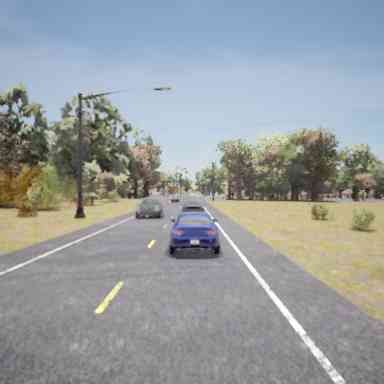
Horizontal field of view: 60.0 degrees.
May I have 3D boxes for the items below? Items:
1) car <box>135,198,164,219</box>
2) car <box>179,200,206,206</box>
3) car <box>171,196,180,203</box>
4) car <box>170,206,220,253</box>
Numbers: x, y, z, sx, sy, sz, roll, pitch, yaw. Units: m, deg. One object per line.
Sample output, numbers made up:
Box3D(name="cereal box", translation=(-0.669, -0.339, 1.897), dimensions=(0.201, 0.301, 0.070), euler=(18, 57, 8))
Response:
Box3D(name="car", translation=(-3.596, 1.352, 28.786), dimensions=(2.097, 1.767, 4.553), euler=(0, 0, 0))
Box3D(name="car", translation=(0.097, 1.505, 29.107), dimensions=(1.837, 1.490, 4.892), euler=(0, 0, 0))
Box3D(name="car", translation=(-3.497, 1.589, 70.390), dimensions=(1.895, 1.301, 4.718), euler=(0, 0, 0))
Box3D(name="car", translation=(0.093, 1.525, 13.540), dimensions=(1.812, 1.442, 4.674), euler=(0, 0, 0))
